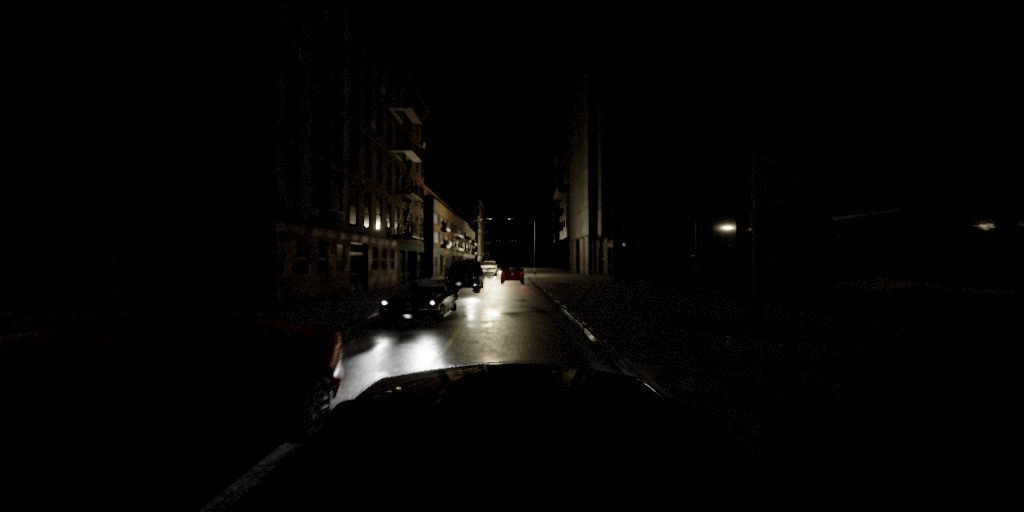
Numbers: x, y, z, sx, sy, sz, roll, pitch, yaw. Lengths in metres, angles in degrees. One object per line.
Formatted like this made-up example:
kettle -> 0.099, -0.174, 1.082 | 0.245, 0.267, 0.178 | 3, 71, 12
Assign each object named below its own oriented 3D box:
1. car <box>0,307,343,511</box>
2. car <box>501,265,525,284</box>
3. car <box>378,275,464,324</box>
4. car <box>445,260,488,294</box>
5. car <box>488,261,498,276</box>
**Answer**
car -> -3.098, 1.241, 2.554 | 1.882, 1.535, 5.008 | 0, -1, 0
car -> 0.055, 1.574, 32.825 | 2.097, 1.767, 4.553 | 0, -1, 0
car -> -3.103, 1.518, 12.894 | 1.895, 1.301, 4.718 | 0, -1, 0
car -> -3.070, 1.305, 23.682 | 2.150, 2.045, 5.566 | 0, -1, 0
car -> -3.137, 1.707, 49.729 | 2.150, 2.045, 5.566 | 0, -1, 0
